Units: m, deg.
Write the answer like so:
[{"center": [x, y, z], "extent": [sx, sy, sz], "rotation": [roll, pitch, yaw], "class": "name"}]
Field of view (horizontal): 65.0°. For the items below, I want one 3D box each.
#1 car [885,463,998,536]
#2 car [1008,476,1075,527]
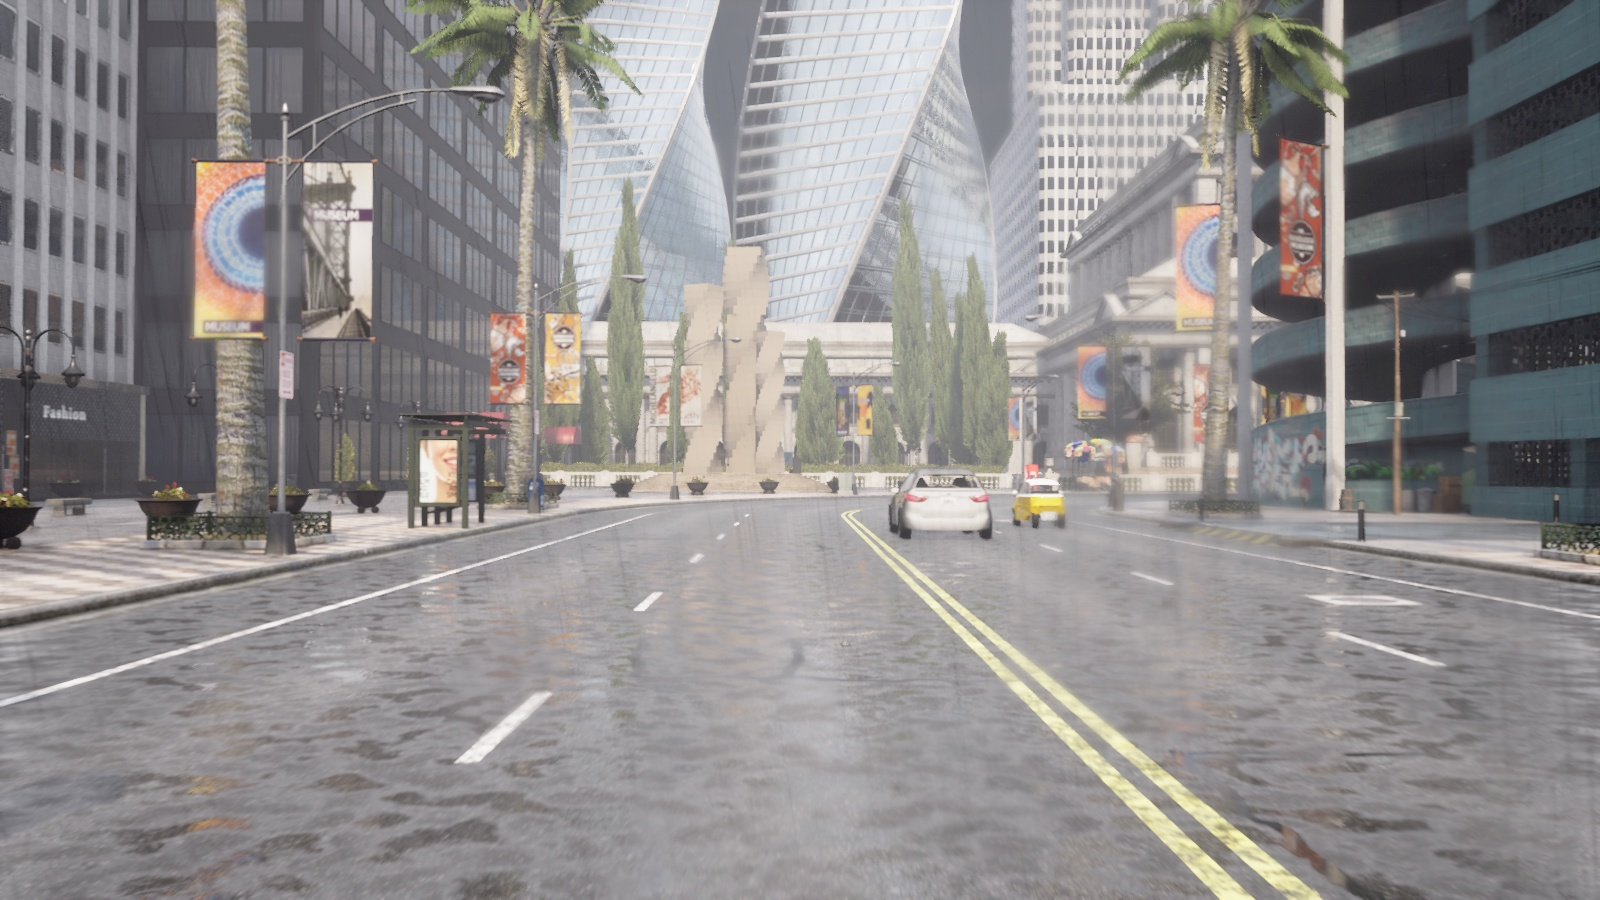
[{"center": [3.416, 1.171, 31.237], "extent": [2.242, 1.667, 4.611], "rotation": [0, -1, 0], "class": "car"}, {"center": [6.908, 1.449, 36.026], "extent": [1.481, 1.376, 2.207], "rotation": [0, -1, 0], "class": "car"}]
